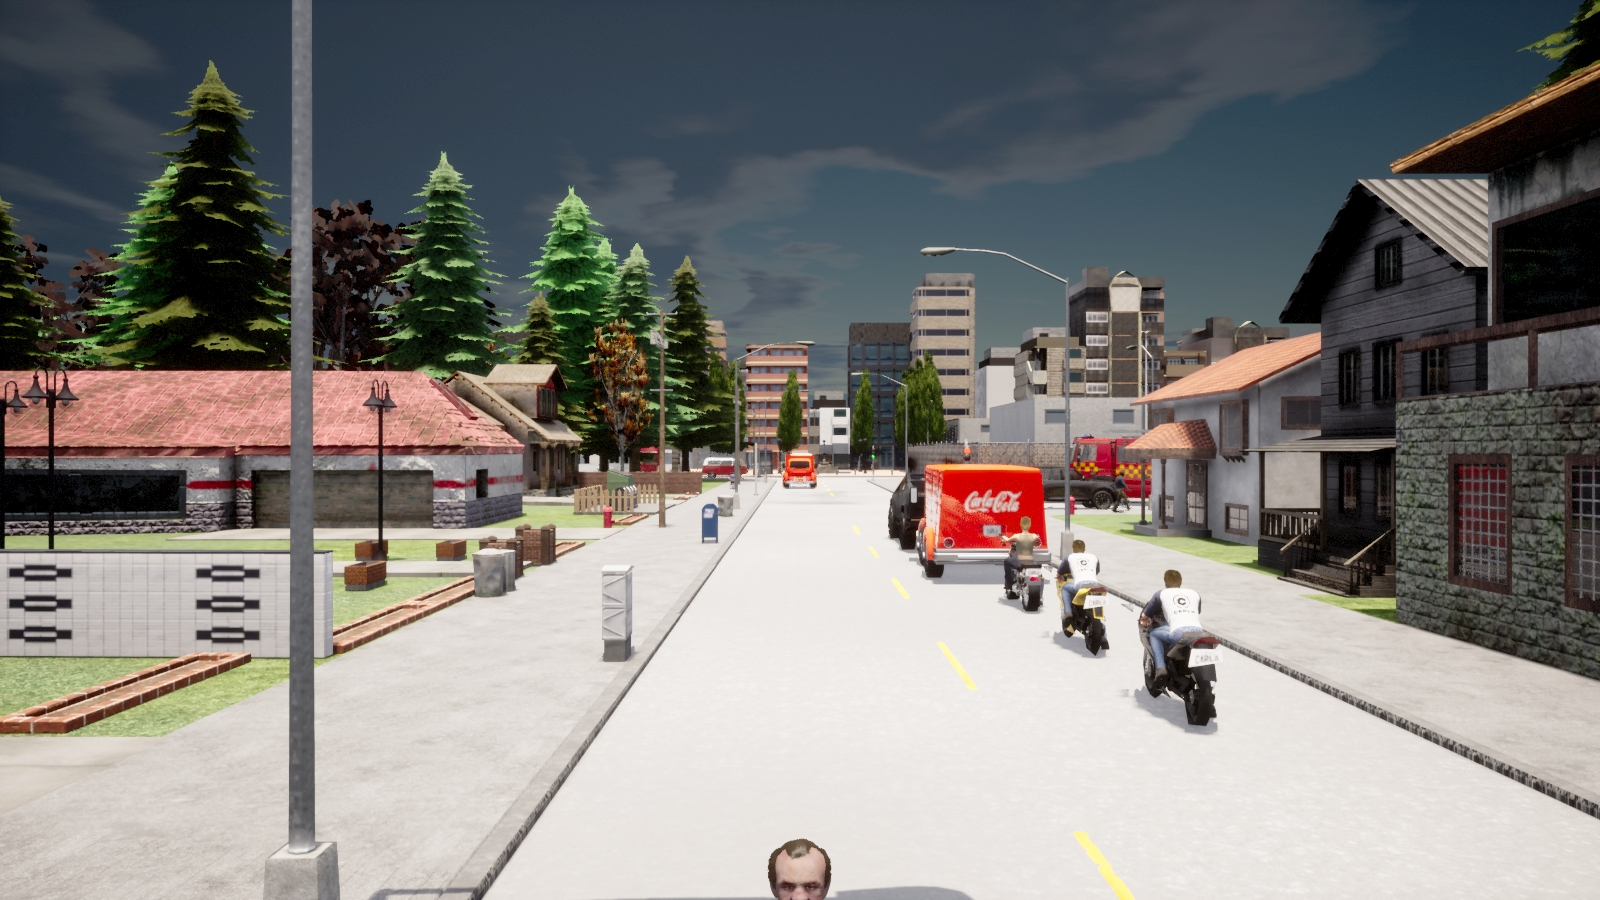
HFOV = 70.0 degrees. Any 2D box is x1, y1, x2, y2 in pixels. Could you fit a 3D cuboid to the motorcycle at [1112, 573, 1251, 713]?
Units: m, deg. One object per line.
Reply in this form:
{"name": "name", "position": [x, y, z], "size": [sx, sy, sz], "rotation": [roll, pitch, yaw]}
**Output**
{"name": "motorcycle", "position": [3.999, 1.993, 12.153], "size": [0.803, 1.145, 2.033], "rotation": [0, 0, 0]}

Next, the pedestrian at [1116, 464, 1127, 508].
{"name": "pedestrian", "position": [13.749, 1.525, 48.872], "size": [0.375, 1.860, 0.375], "rotation": [0, 0, 2]}

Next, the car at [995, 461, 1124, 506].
{"name": "car", "position": [12.233, 1.560, 54.031], "size": [5.566, 2.045, 2.150], "rotation": [0, 0, -3]}

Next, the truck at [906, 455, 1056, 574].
{"name": "truck", "position": [3.998, 1.348, 26.317], "size": [2.627, 2.467, 5.204], "rotation": [0, 0, 0]}

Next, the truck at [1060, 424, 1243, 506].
{"name": "truck", "position": [17.740, 0.668, 57.780], "size": [8.468, 3.827, 2.891], "rotation": [1, 1, 23]}

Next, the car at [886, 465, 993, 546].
{"name": "car", "position": [3.989, 1.534, 33.871], "size": [2.390, 2.098, 6.274], "rotation": [0, 0, 0]}

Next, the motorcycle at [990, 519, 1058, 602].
{"name": "motorcycle", "position": [3.997, 1.950, 20.606], "size": [0.764, 1.277, 2.356], "rotation": [0, 0, 0]}

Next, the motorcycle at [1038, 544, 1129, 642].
{"name": "motorcycle", "position": [3.995, 1.993, 16.270], "size": [0.803, 1.145, 2.033], "rotation": [0, 0, 0]}
